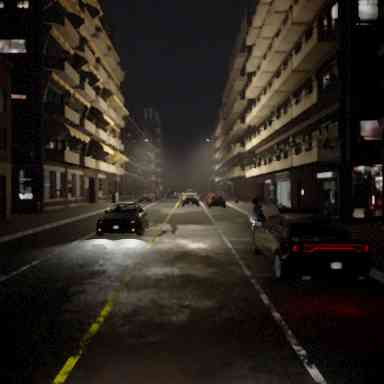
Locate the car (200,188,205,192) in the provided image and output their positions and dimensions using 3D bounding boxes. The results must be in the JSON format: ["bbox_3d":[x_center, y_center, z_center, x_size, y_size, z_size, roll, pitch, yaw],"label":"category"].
[{"bbox_3d":[2.308,0.529,55.633,1.802,1.307,4.206,1,1,0],"label":"car"}]

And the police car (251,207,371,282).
[{"bbox_3d":[2.931,1.246,9.376,1.930,1.638,5.238,0,1,0],"label":"police car"}]

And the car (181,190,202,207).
[{"bbox_3d":[-0.173,0.834,36.433,1.812,1.442,4.674,0,1,0],"label":"car"}]

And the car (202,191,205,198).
[{"bbox_3d":[2.426,0.845,38.923,1.802,1.307,4.206,1,1,0],"label":"car"}]

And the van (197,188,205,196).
[{"bbox_3d":[2.159,-0.131,77.909,1.690,1.788,3.998,1,1,0],"label":"van"}]

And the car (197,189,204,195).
[{"bbox_3d":[2.120,-0.055,83.652,1.752,1.417,4.829,1,1,0],"label":"car"}]

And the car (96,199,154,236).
[{"bbox_3d":[-3.214,1.256,16.055,1.994,1.385,4.181,0,1,0],"label":"car"}]

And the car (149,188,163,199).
[{"bbox_3d":[-6.028,0.365,50.038,2.192,1.841,5.009,1,1,0],"label":"car"}]

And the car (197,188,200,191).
[{"bbox_3d":[-0.320,0.456,47.233,2.097,1.767,4.553,0,1,0],"label":"car"}]

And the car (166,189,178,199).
[{"bbox_3d":[-3.458,0.409,57.719,1.837,1.490,4.892,0,1,0],"label":"car"}]

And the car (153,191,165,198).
[{"bbox_3d":[-6.110,0.422,61.184,1.802,1.307,4.206,1,1,0],"label":"car"}]

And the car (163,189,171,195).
[{"bbox_3d":[-6.265,-0.051,83.293,1.752,1.417,4.829,1,1,0],"label":"car"}]

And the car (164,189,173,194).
[{"bbox_3d":[-6.306,-0.119,89.034,1.947,1.339,4.313,1,1,0],"label":"car"}]

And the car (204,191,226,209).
[{"bbox_3d":[2.464,0.890,33.522,1.752,1.417,4.829,1,1,0],"label":"car"}]

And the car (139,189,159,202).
[{"bbox_3d":[-5.993,0.721,44.474,1.947,1.339,4.313,1,1,0],"label":"car"}]

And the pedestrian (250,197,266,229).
[{"bbox_3d":[2.427,1.058,12.349,0.375,1.860,0.375,1,0,-5],"label":"pedestrian"}]

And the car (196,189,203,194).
[{"bbox_3d":[2.015,-0.242,94.622,1.887,1.381,4.507,1,1,0],"label":"car"}]

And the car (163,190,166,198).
[{"bbox_3d":[-6.068,0.260,55.609,2.192,1.841,5.009,1,1,0],"label":"car"}]
